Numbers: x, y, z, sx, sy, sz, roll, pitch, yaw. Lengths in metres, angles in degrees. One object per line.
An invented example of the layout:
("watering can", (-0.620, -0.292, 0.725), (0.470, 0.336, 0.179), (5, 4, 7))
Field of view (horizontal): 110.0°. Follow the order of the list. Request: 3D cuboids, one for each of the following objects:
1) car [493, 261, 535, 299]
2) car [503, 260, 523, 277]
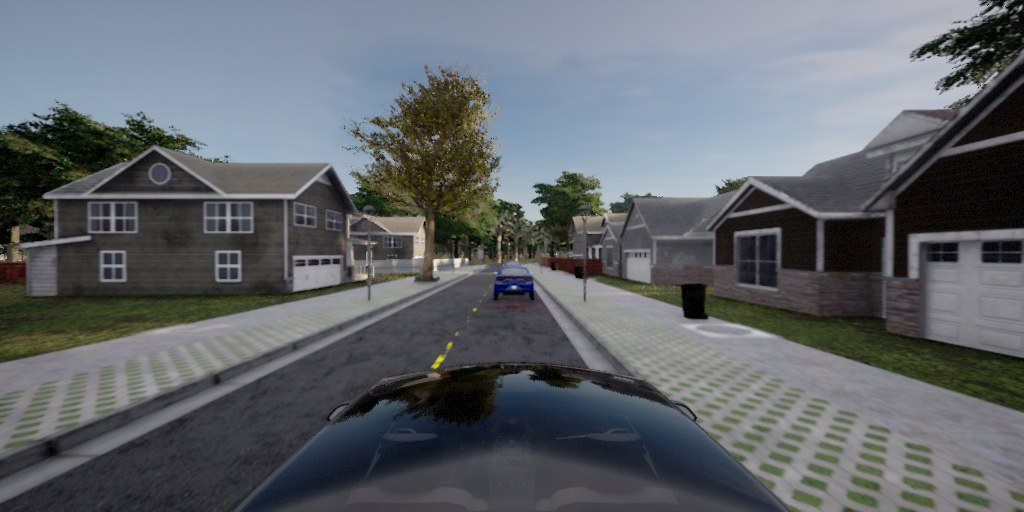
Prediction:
("car", (0.089, 1.225, 18.190), (1.882, 1.535, 5.008), (0, 0, 0))
("car", (0.077, 1.230, 36.016), (1.882, 1.535, 5.008), (0, 0, 0))
